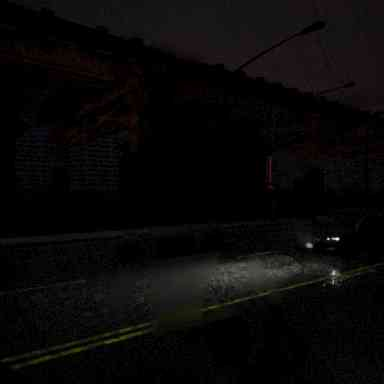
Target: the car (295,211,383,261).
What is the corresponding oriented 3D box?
[{"bbox_3d":[5.889,1.491,12.338,4.902,1.511,2.128,0,0,-34],"label":"car"}]
